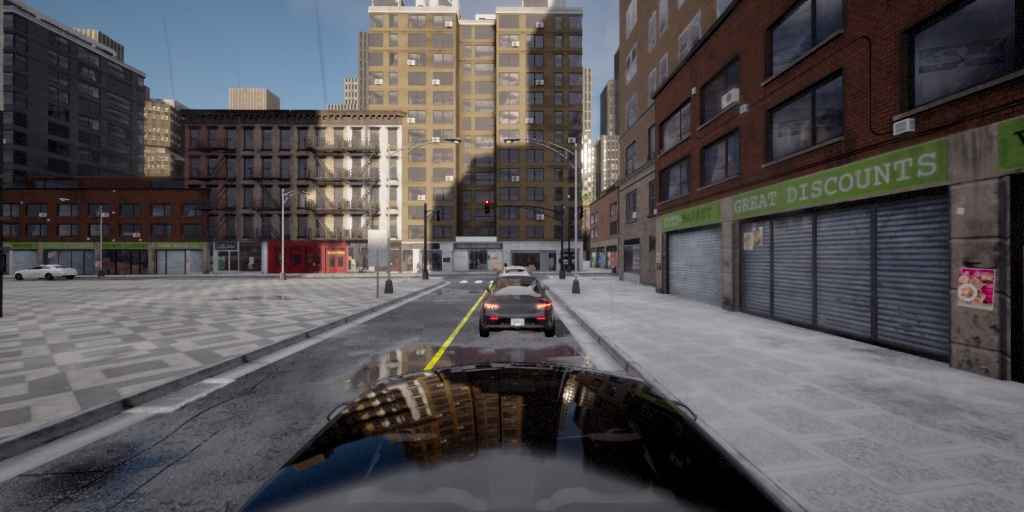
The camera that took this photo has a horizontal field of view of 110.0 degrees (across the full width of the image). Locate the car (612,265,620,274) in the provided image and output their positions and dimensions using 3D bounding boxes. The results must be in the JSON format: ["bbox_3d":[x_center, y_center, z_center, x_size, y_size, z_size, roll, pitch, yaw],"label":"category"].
[{"bbox_3d":[12.057,1.187,35.505,4.181,1.385,1.994,-1,0,-1],"label":"car"}]

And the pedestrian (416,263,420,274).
[{"bbox_3d":[-10.043,0.970,38.334,0.375,1.860,0.375,0,0,-1],"label":"pedestrian"}]

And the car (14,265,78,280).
[{"bbox_3d":[-45.305,1.579,34.921,4.674,1.442,1.812,0,0,0],"label":"car"}]

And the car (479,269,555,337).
[{"bbox_3d":[0.121,1.275,10.135,1.812,1.442,4.674,0,0,0],"label":"car"}]

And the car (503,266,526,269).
[{"bbox_3d":[0.148,1.270,19.915,1.812,1.442,4.674,0,0,-1],"label":"car"}]
